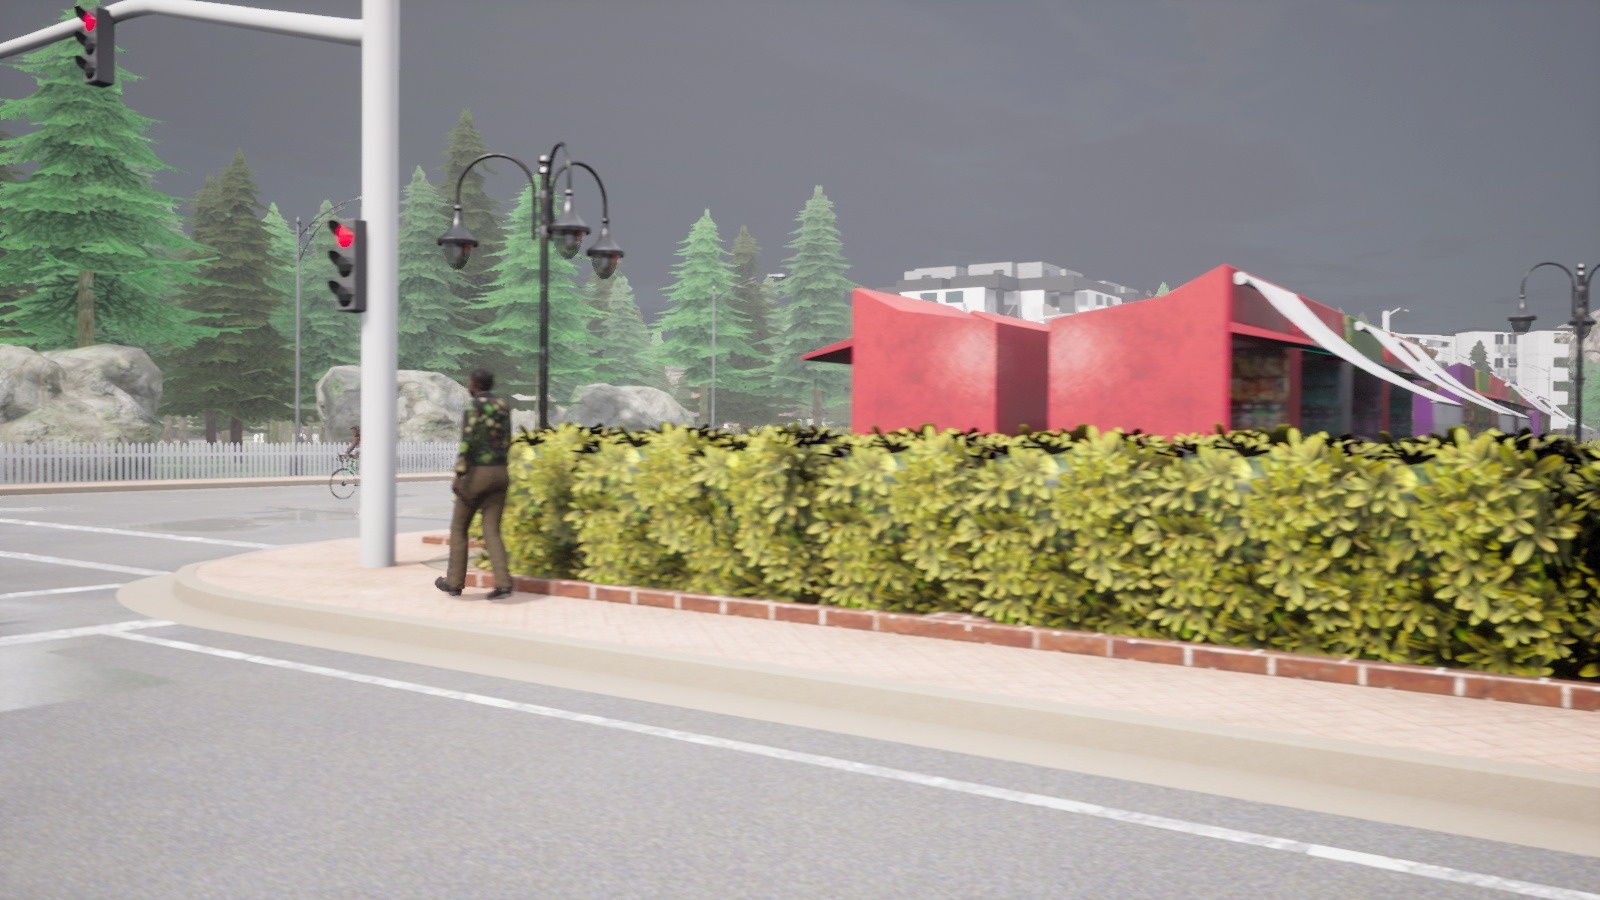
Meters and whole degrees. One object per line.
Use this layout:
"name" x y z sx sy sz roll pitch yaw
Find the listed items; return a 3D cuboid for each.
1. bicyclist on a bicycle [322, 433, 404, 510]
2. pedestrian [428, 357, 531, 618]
"bicyclist on a bicycle" -9.611 0.449 27.666 0.582 1.620 1.656 0 1 34
"pedestrian" -2.467 0.276 9.661 0.692 1.930 0.395 0 1 37
